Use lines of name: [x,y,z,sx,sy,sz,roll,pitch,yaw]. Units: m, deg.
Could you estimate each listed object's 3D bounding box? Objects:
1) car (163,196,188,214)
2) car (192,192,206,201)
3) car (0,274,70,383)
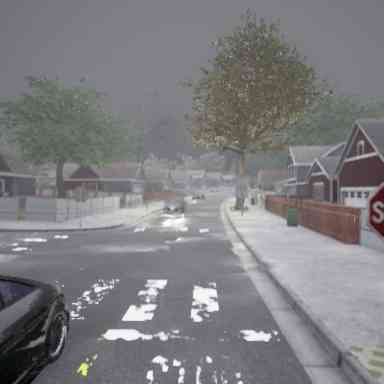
car: [-1.483,1.153,30.997,2.128,1.511,4.902,0,1,4]
car: [1.240,0.718,56.550,1.994,1.385,4.181,0,1,8]
car: [-2.708,1.543,2.986,1.994,1.385,4.181,0,0,1]
